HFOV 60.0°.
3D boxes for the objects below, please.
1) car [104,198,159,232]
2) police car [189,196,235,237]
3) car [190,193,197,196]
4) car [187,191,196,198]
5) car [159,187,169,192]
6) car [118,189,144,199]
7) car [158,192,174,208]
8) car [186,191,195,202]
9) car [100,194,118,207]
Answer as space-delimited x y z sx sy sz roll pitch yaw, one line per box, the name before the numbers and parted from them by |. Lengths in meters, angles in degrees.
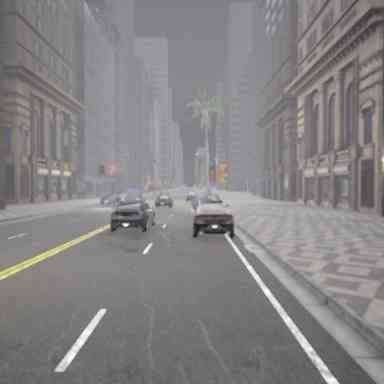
car | -3.164 1.277 18.317 1.837 1.490 4.892 0 1 0
police car | 0.963 1.219 16.638 1.930 1.638 5.238 0 1 0
car | 0.952 1.121 32.529 1.812 1.442 4.674 0 1 0
car | -0.053 0.524 72.169 1.882 1.535 5.008 0 1 0
car | -6.558 -0.085 78.719 2.150 2.045 5.566 0 1 0
car | -6.611 0.879 37.777 2.097 1.767 4.553 0 1 0
car | -3.180 1.048 38.236 1.812 1.442 4.674 0 1 0
car | -0.034 0.813 52.886 1.882 1.535 5.008 0 1 0
car | -9.863 0.983 40.668 2.128 1.511 4.902 0 1 0
